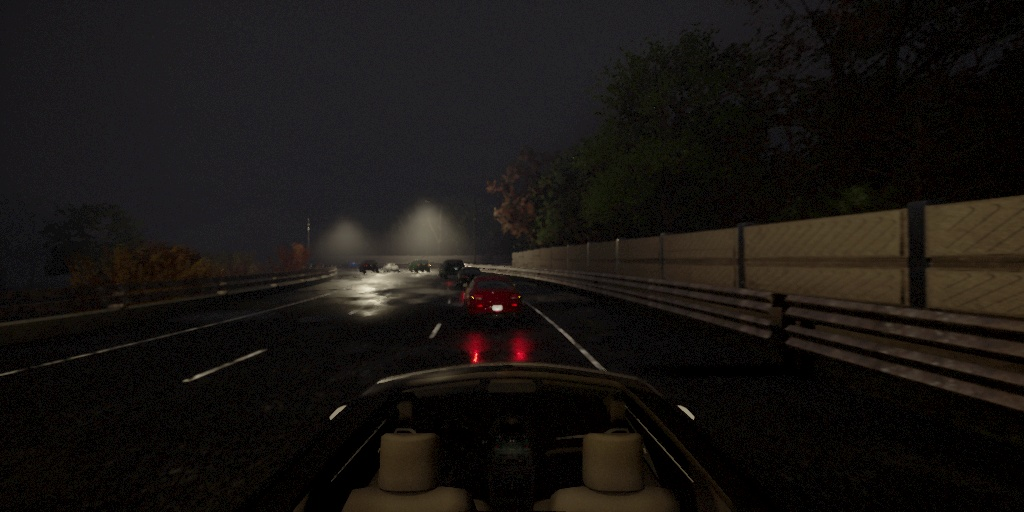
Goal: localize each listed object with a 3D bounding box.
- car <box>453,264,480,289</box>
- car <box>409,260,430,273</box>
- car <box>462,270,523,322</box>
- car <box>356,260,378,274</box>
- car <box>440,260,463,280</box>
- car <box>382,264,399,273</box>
[{"bbox_3d":[-3.048,1.550,26.163,1.812,1.442,4.674,0,0,-13],"label":"car"},{"bbox_3d":[-14.500,1.600,56.028,2.150,2.045,5.566,0,-1,-29],"label":"car"},{"bbox_3d":[-0.763,1.403,12.915,1.812,1.442,4.674,0,-1,-8],"label":"car"},{"bbox_3d":[-22.022,1.609,55.114,2.150,2.045,5.566,0,-1,-30],"label":"car"},{"bbox_3d":[-6.381,1.388,38.201,2.150,2.045,5.566,0,0,-18],"label":"car"},{"bbox_3d":[-19.444,1.933,57.524,1.812,1.442,4.674,0,-1,-31],"label":"car"}]
